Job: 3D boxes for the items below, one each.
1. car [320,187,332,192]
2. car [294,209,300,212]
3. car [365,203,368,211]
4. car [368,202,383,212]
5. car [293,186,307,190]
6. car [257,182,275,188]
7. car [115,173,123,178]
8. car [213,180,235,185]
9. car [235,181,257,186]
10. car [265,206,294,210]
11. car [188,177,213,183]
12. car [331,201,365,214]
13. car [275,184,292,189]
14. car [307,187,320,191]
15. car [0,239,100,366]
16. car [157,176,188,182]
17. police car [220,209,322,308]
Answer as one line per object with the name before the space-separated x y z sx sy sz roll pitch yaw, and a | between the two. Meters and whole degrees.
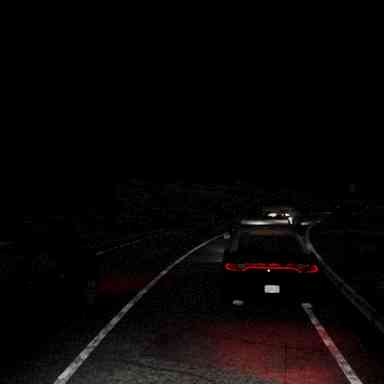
car | 32.861 -0.281 85.000 4.553 1.767 2.185 4 -6 -38
car | 6.263 1.702 22.654 1.812 1.442 4.674 -2 -2 25
car | 28.464 2.399 52.565 5.008 1.535 1.882 1 -4 -31
car | 28.383 2.231 48.636 4.181 1.385 1.994 0 -4 -29
car | 24.111 -0.683 78.250 4.674 1.452 2.002 3 -6 -36
car | 14.925 -1.370 71.794 4.553 1.767 2.185 3 -5 -33
car | -13.438 -2.642 54.831 4.553 1.767 2.185 2 -5 -30
car | 5.612 -1.687 65.812 4.674 1.452 2.002 3 -5 -31
car | 10.311 -1.490 68.757 5.008 1.535 2.097 3 -5 -32
car | 4.183 1.567 17.520 1.801 1.575 5.366 -2 -1 19
car | 0.851 -1.951 62.975 4.892 1.521 2.231 2 -5 -30
car | 19.316 1.881 41.751 4.553 1.767 2.097 1 -4 -41
car | 19.634 -0.953 75.033 4.792 1.488 2.163 3 -6 -35
car | 28.439 -0.457 81.508 4.892 1.521 2.231 3 -6 -37
car | -3.044 1.568 5.407 1.812 1.442 4.674 -1 -1 7
car | -3.937 -2.149 60.236 4.892 1.521 2.231 2 -5 -30
police car | 1.783 1.454 8.192 1.930 1.638 5.238 -1 0 10
